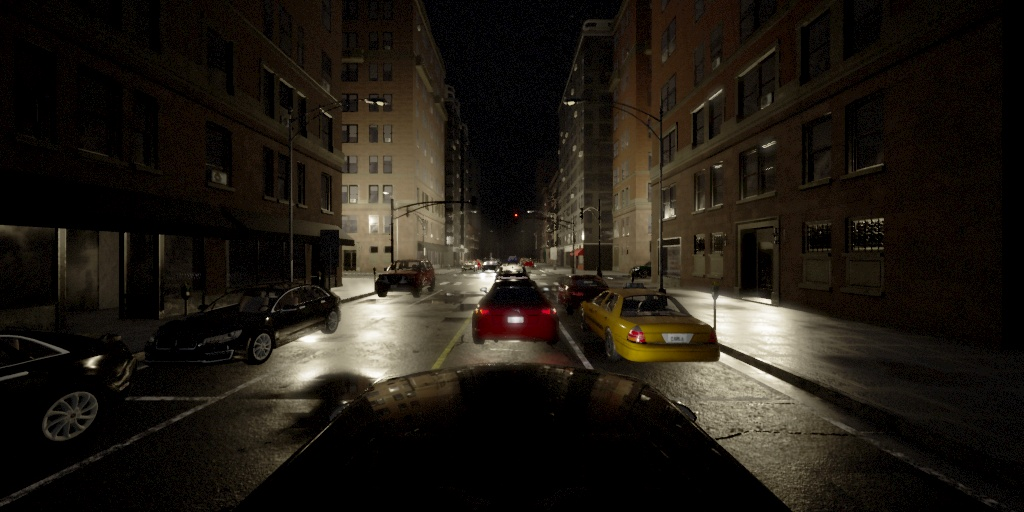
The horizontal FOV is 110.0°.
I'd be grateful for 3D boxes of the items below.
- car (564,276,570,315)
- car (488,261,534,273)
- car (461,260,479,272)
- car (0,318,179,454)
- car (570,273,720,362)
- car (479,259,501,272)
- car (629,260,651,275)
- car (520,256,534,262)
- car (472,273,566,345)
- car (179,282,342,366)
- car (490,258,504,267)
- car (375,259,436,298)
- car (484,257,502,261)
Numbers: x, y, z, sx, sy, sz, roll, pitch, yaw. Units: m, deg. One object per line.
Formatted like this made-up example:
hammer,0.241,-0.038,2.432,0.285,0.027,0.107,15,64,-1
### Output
car,2.659,1.330,13.281,1.802,1.307,4.207,0,0,0
car,0.035,1.239,19.420,2.128,1.511,4.902,0,0,0
car,-5.299,1.293,45.182,2.007,1.370,4.403,0,0,0
car,-5.388,1.300,2.481,2.007,1.370,4.403,0,0,0
car,2.648,1.275,8.038,1.751,1.417,4.829,0,0,0
car,-2.760,1.344,45.326,1.895,1.301,4.718,0,0,0
car,13.231,1.163,33.268,4.553,1.767,2.097,0,0,0
car,2.760,1.176,61.521,1.967,1.591,4.097,0,0,0
car,0.082,1.313,9.550,1.994,1.385,4.181,0,0,0
car,-5.377,1.300,7.894,2.007,1.370,4.403,0,0,0
car,-2.676,1.225,65.046,2.128,1.511,4.902,0,0,1
car,-5.354,1.062,18.719,2.192,1.841,5.009,0,0,0
car,-2.732,1.231,54.895,2.128,1.511,4.902,0,0,0
